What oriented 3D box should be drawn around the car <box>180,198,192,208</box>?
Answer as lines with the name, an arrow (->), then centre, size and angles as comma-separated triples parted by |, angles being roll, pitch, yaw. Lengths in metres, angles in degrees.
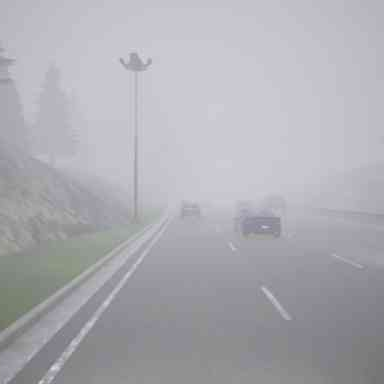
car -> -1.004, 1.837, 55.424 | 1.882, 1.535, 5.008 | 0, -1, -2

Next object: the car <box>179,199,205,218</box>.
car -> -0.152, 1.698, 31.991 | 2.128, 1.511, 4.902 | 0, -1, -2

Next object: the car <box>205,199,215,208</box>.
car -> 2.546, 1.875, 54.318 | 1.812, 1.442, 4.674 | 0, -1, -2

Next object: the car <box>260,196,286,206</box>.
car -> 10.084, 1.486, 41.831 | 2.150, 2.045, 5.566 | 0, 0, -2

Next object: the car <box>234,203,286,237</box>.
car -> 3.534, 1.597, 18.702 | 1.882, 1.535, 5.008 | 0, -1, 0

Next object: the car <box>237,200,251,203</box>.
car -> 6.524, 1.776, 42.428 | 1.837, 1.490, 4.892 | 0, 0, -2
